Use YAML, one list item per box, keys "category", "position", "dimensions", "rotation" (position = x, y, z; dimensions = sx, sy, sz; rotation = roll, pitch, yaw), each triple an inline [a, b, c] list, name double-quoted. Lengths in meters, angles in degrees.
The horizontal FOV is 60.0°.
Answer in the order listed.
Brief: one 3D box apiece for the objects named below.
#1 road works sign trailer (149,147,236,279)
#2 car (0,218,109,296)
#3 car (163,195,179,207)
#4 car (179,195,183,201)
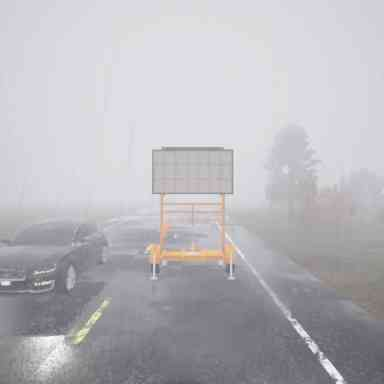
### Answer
- category: "road works sign trailer"
  position: [0.021, 0.465, 9.974]
  dimensions: [2.380, 3.560, 2.880]
  rotation: [0, 0, 0]
- category: "car"
  position: [-3.581, 1.505, 8.837]
  dimensions: [1.837, 1.490, 4.892]
  rotation: [0, 0, 0]
- category: "car"
  position: [-3.483, 1.556, 51.579]
  dimensions: [1.812, 1.442, 4.674]
  rotation: [0, 0, 0]
- category: "car"
  position: [-3.314, 1.561, 86.314]
  dimensions: [2.128, 1.511, 4.902]
  rotation: [0, 0, 0]
